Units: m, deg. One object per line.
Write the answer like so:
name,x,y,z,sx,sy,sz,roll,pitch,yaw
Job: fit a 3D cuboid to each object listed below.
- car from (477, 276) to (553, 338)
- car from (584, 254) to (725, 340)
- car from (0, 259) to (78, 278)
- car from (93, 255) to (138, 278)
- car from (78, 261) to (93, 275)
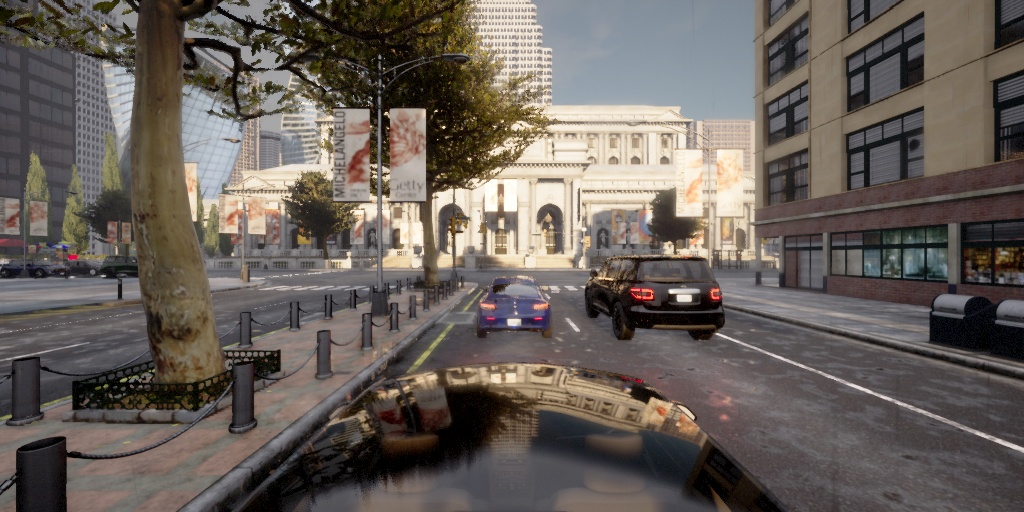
car,0.072,1.276,10.110,1.812,1.442,4.674,0,0,0
car,3.579,0.971,10.121,2.150,2.045,5.566,0,0,0
car,-45.080,1.102,34.091,4.553,1.767,2.097,0,0,-2
car,-35.669,0.971,34.171,5.566,2.045,2.150,0,0,0
car,-44.450,1.255,37.615,4.892,1.490,1.837,0,0,-1
